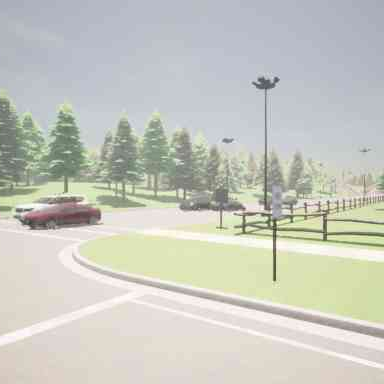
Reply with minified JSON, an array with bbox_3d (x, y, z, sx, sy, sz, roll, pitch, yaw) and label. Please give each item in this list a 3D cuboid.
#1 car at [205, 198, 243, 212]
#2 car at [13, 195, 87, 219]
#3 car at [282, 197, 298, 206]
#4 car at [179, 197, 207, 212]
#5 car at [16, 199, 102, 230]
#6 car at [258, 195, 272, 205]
[{"bbox_3d":[4.072,1.548,38.791,2.033,1.411,5.357,0,0,35],"label":"car"},{"bbox_3d":[-10.150,1.222,24.639,2.150,2.045,5.566,0,0,35],"label":"car"},{"bbox_3d":[16.306,1.548,56.028,2.033,1.411,5.357,0,0,35],"label":"car"},{"bbox_3d":[0.423,1.352,39.681,2.097,1.767,4.553,0,0,35],"label":"car"},{"bbox_3d":[-8.154,1.477,21.391,1.882,1.535,5.008,0,0,35],"label":"car"},{"bbox_3d":[13.192,1.350,57.695,2.097,1.767,4.553,0,0,35],"label":"car"}]
